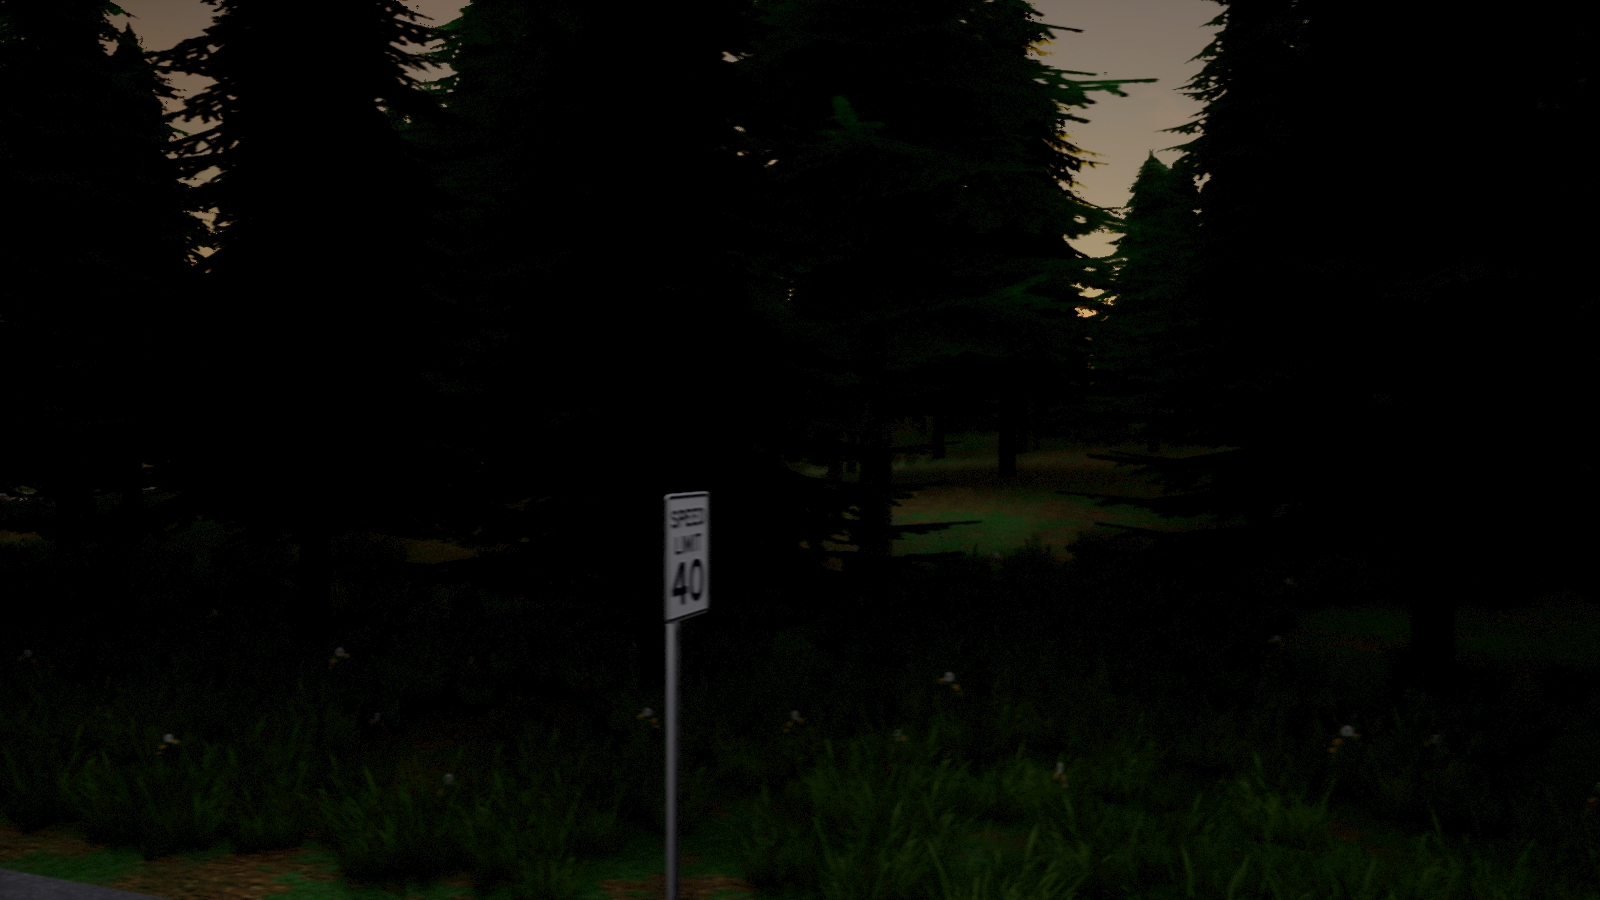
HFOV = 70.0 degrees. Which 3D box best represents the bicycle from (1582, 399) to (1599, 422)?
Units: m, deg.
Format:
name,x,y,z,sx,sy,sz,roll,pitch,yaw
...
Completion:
name,x,y,z,sx,sy,sz,roll,pitch,yaw
bicycle,37.329,-1.820,53.045,0.373,1.024,1.643,-1,5,-28
